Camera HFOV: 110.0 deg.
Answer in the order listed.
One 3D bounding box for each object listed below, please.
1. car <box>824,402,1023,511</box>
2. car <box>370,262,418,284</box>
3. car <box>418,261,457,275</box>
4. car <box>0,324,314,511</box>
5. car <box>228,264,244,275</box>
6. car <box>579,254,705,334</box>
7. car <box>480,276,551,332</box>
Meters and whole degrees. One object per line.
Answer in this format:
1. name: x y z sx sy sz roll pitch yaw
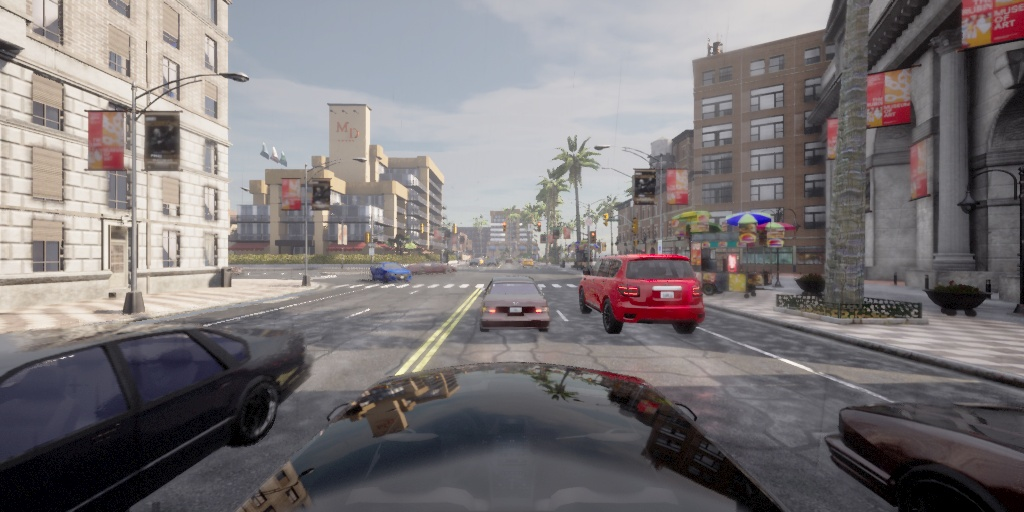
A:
1. car: 3.534 1.298 0.498 2.033 1.411 5.357 0 0 1
2. car: -9.242 1.228 27.238 1.882 1.535 5.008 1 -1 -38
3. car: -8.771 1.297 38.821 5.357 1.411 2.033 0 0 -29
4. car: -3.589 1.297 2.522 2.033 1.411 5.357 0 0 -1
5. car: -29.941 1.276 36.388 4.674 1.442 1.812 0 0 -1
6. car: 3.501 0.971 10.779 2.150 2.045 5.566 0 0 0
7. car: 0.015 1.297 10.834 2.033 1.411 5.357 0 0 -2
